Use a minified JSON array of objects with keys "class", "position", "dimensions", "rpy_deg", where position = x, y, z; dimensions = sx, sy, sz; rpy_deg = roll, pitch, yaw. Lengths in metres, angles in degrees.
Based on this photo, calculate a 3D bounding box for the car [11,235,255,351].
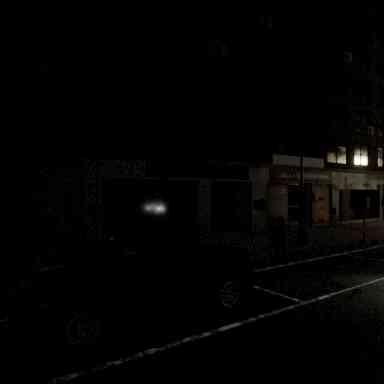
[{"class":"car","position":[-0.813,1.545,6.185],"dimensions":[4.507,1.381,1.887],"rpy_deg":[0,0,-35]}]
